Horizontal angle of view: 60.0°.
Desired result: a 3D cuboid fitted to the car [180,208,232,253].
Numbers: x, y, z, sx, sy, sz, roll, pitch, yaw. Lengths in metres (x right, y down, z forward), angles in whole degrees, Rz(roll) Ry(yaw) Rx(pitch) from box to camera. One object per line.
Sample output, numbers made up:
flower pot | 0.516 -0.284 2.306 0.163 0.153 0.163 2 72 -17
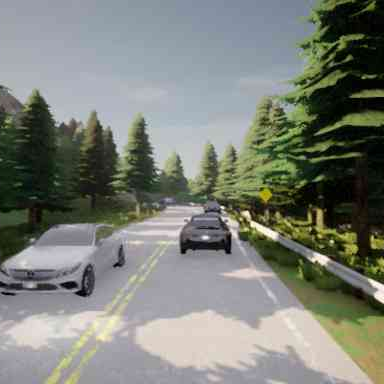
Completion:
car | 0.585 1.597 13.845 1.994 1.385 4.181 0 0 3

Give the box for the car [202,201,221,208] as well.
car | 2.061 1.640 35.008 2.033 1.411 5.357 0 0 2

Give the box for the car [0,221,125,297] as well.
car | -3.066 1.548 8.806 1.812 1.442 4.674 0 0 2

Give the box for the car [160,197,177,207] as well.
car | -3.838 1.589 52.961 1.812 1.442 4.674 2 0 -18
